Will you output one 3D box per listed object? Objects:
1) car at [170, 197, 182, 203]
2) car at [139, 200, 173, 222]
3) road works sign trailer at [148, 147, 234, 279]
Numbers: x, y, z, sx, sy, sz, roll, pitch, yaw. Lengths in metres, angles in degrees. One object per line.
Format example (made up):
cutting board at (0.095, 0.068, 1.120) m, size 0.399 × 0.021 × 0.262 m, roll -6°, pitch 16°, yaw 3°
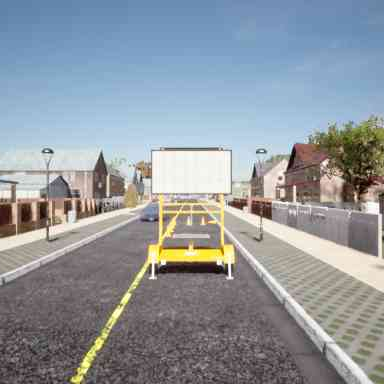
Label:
car at (-2.919, 1.647, 61.230) m, size 2.128 × 1.511 × 4.902 m, roll 0°, pitch 0°, yaw 0°
car at (-2.923, 1.582, 26.561) m, size 2.033 × 1.411 × 5.357 m, roll 0°, pitch 0°, yaw 0°
road works sign trailer at (-0.015, 0.471, 10.023) m, size 2.380 × 3.560 × 2.880 m, roll 0°, pitch 0°, yaw 0°
